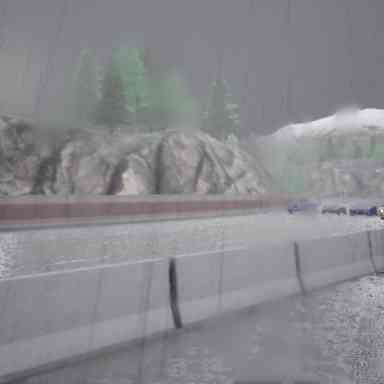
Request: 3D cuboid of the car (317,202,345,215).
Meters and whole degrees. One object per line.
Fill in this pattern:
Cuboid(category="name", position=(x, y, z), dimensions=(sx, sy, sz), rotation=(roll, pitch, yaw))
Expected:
Cuboid(category="car", position=(16.720, 1.924, 38.959), dimensions=(1.812, 1.442, 4.674), rotation=(-1, -1, 40))

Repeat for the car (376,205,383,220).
Cuboid(category="car", position=(19.114, 1.636, 31.015), dimensions=(2.097, 1.767, 4.553), rotation=(-1, -1, 41))

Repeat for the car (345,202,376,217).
Cuboid(category="car", position=(18.240, 1.821, 35.340), dimensions=(1.882, 1.535, 5.008), rotation=(-1, -1, 40))

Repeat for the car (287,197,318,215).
Cuboid(category="car", position=(13.682, 1.660, 40.773), dimensions=(2.150, 2.045, 5.566), rotation=(-1, -1, 40))
